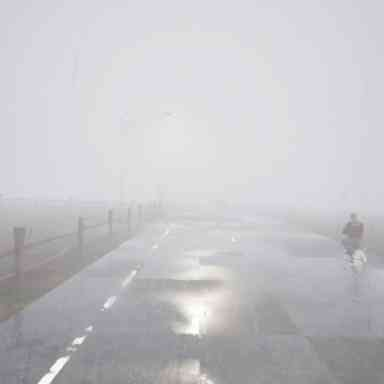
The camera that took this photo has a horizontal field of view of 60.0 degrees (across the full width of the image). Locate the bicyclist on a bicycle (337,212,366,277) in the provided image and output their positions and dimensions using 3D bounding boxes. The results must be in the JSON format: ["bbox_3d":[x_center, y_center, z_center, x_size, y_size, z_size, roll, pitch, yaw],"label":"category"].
[{"bbox_3d":[4.619,1.463,9.736,0.659,1.776,1.843,1,0,1],"label":"bicyclist on a bicycle"}]

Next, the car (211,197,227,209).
[{"bbox_3d":[4.650,1.853,54.205,2.128,1.511,4.902,1,0,1],"label":"car"}]

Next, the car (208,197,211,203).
[{"bbox_3d":[5.261,2.147,89.278,1.837,1.490,4.892,1,-1,1],"label":"car"}]
